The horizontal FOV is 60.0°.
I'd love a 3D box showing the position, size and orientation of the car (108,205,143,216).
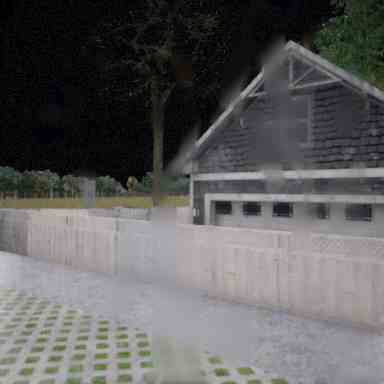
[{"bbox_3d":[-6.255,1.856,29.171,1.994,1.385,4.181,0,-1,34],"label":"car"}]
